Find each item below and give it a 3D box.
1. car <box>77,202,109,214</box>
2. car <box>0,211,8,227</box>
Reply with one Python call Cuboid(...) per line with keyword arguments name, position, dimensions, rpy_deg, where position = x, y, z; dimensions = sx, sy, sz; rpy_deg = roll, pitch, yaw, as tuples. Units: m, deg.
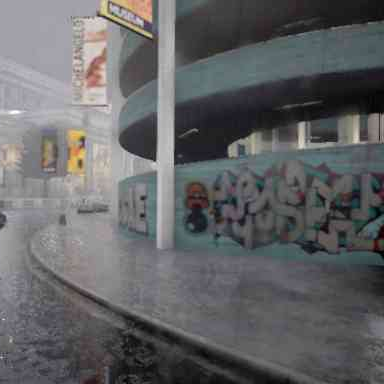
Cuboid(name="car", position=(-11.497, 1.850, 39.051), dimensions=(1.994, 1.385, 4.181), rpy_deg=(0, -1, 18))
Cuboid(name="car", position=(-13.145, 1.630, 20.828), dimensions=(1.812, 1.442, 4.674), rpy_deg=(0, -1, -12))
